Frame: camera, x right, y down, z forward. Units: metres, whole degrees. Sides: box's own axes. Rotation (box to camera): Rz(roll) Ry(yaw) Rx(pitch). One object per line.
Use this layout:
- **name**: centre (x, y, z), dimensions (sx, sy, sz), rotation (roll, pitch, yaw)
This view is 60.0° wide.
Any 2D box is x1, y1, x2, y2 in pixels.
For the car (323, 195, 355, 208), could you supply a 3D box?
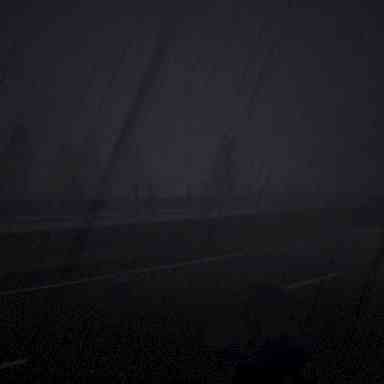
- **car**: centre (17.077, 1.095, 37.685), dimensions (5.357, 1.411, 2.033), rotation (-1, 1, -36)

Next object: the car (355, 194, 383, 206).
- **car**: centre (19.757, 1.040, 35.294), dimensions (4.892, 1.490, 1.837), rotation (-1, 1, -35)
